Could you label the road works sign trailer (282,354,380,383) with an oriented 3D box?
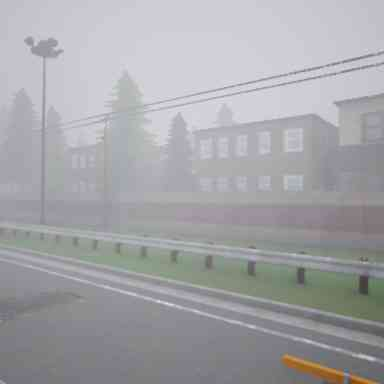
[{"bbox_3d":[2.139,0.526,2.777,2.880,3.560,2.380,0,-1,38],"label":"road works sign trailer"}]
